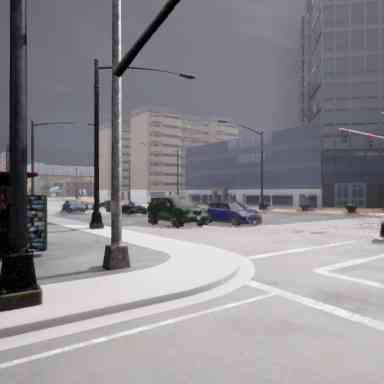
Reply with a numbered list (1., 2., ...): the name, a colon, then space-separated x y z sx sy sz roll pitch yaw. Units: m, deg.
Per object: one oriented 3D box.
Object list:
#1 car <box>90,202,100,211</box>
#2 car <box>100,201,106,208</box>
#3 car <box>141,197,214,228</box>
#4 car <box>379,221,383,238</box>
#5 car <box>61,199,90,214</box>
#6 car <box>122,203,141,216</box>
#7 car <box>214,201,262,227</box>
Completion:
1. car: -16.320 2.107 50.662 2.128 1.511 4.902 0 -1 -36
2. car: -15.873 2.281 62.131 1.994 1.385 4.181 0 -1 -36
3. car: -1.194 1.368 23.701 2.150 2.045 5.566 0 -1 -36
4. car: 10.657 1.600 14.717 4.181 1.385 1.994 0 0 38
5. car: -15.465 1.843 43.428 2.097 1.767 4.553 0 -1 -35
6. car: -6.790 1.910 37.379 1.994 1.385 4.181 0 -1 -36
7. car: 2.886 1.479 24.040 2.097 1.767 4.553 0 -1 -36
